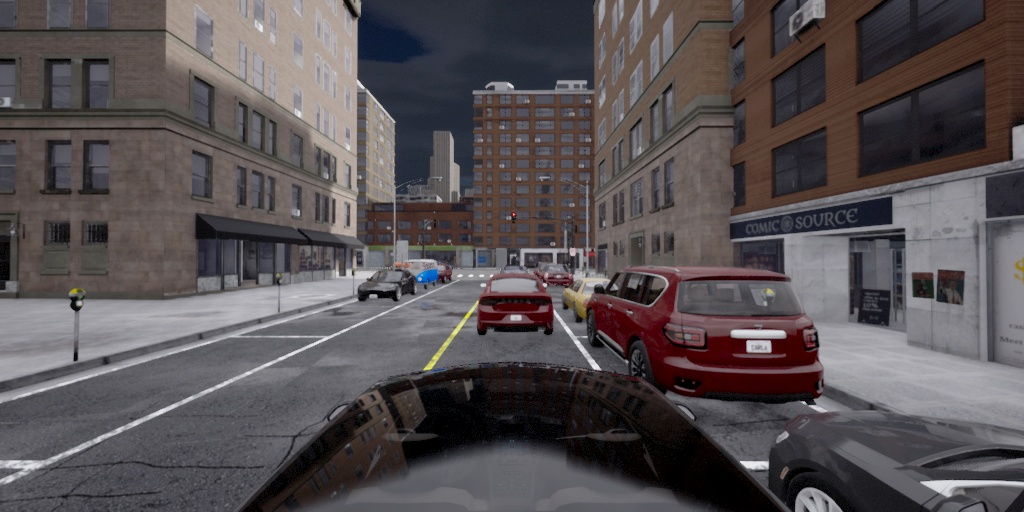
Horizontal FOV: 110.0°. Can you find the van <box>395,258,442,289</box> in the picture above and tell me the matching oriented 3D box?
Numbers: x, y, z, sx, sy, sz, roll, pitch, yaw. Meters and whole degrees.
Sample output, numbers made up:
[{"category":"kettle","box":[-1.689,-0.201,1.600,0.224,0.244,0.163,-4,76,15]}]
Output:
[{"category":"van","box":[-5.826,1.112,22.743,1.690,1.789,3.998,0,0,0]}]

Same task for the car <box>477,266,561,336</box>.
[{"category":"car","box":[0.061,1.234,10.508,1.882,1.535,5.008,0,0,-1]}]

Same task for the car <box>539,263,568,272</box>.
[{"category":"car","box":[2.700,1.211,22.729,1.967,1.591,4.097,0,0,0]}]

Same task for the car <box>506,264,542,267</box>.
[{"category":"car","box":[0.123,1.257,18.097,2.128,1.511,4.902,0,0,0]}]

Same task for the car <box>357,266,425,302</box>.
[{"category":"car","box":[-5.834,1.330,17.261,1.948,1.339,4.313,0,0,0]}]

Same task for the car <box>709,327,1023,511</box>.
[{"category":"car","box":[2.667,1.300,0.800,2.007,1.370,4.403,0,0,0]}]

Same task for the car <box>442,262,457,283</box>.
[{"category":"car","box":[-5.818,1.324,28.226,1.888,1.381,4.507,0,0,0]}]

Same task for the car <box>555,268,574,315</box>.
[{"category":"car","box":[2.684,1.283,11.934,1.751,1.417,4.829,0,0,0]}]

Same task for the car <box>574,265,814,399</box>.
[{"category":"car","box":[2.676,1.067,6.281,2.192,1.841,5.009,0,0,0]}]
